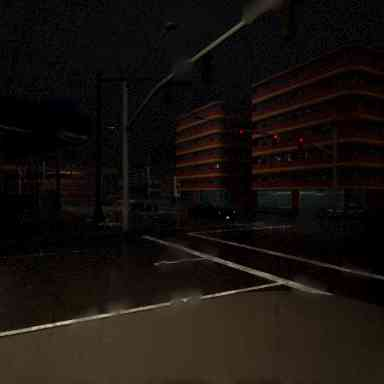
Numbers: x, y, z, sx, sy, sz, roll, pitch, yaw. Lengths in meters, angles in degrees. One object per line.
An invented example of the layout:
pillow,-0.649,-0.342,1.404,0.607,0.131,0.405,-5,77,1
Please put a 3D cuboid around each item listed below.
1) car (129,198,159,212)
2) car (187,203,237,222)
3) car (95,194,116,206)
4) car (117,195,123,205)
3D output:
car,-5.552,1.526,38.882,1.812,1.442,4.674,0,0,-30
car,1.559,1.601,26.806,1.895,1.301,4.718,0,0,-31
car,-14.052,1.507,53.358,1.837,1.490,4.892,0,-1,-30
car,-10.813,1.601,55.084,1.895,1.301,4.718,0,0,-31
